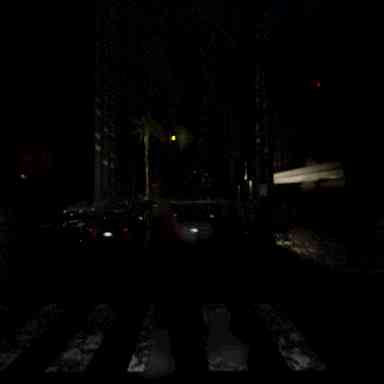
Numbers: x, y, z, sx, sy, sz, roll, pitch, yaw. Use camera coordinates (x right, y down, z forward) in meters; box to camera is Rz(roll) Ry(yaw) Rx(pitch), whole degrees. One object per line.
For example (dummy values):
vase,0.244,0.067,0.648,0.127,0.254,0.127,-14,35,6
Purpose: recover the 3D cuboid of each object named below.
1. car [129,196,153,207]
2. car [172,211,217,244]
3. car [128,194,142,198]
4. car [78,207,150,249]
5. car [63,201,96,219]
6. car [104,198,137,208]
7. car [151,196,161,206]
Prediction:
car,-6.602,1.628,43.131,1.812,1.442,4.674,0,0,0
car,0.088,1.576,15.726,1.994,1.385,4.181,0,0,0
car,-9.821,1.384,57.545,2.150,2.045,5.566,0,0,0
car,-3.161,1.574,14.478,1.994,1.385,4.181,0,0,0
car,-9.858,1.585,29.595,1.812,1.442,4.674,0,0,0
car,-6.619,1.552,30.203,2.128,1.511,4.902,0,0,-2
car,-6.577,1.511,57.192,2.097,1.767,4.553,0,0,0
